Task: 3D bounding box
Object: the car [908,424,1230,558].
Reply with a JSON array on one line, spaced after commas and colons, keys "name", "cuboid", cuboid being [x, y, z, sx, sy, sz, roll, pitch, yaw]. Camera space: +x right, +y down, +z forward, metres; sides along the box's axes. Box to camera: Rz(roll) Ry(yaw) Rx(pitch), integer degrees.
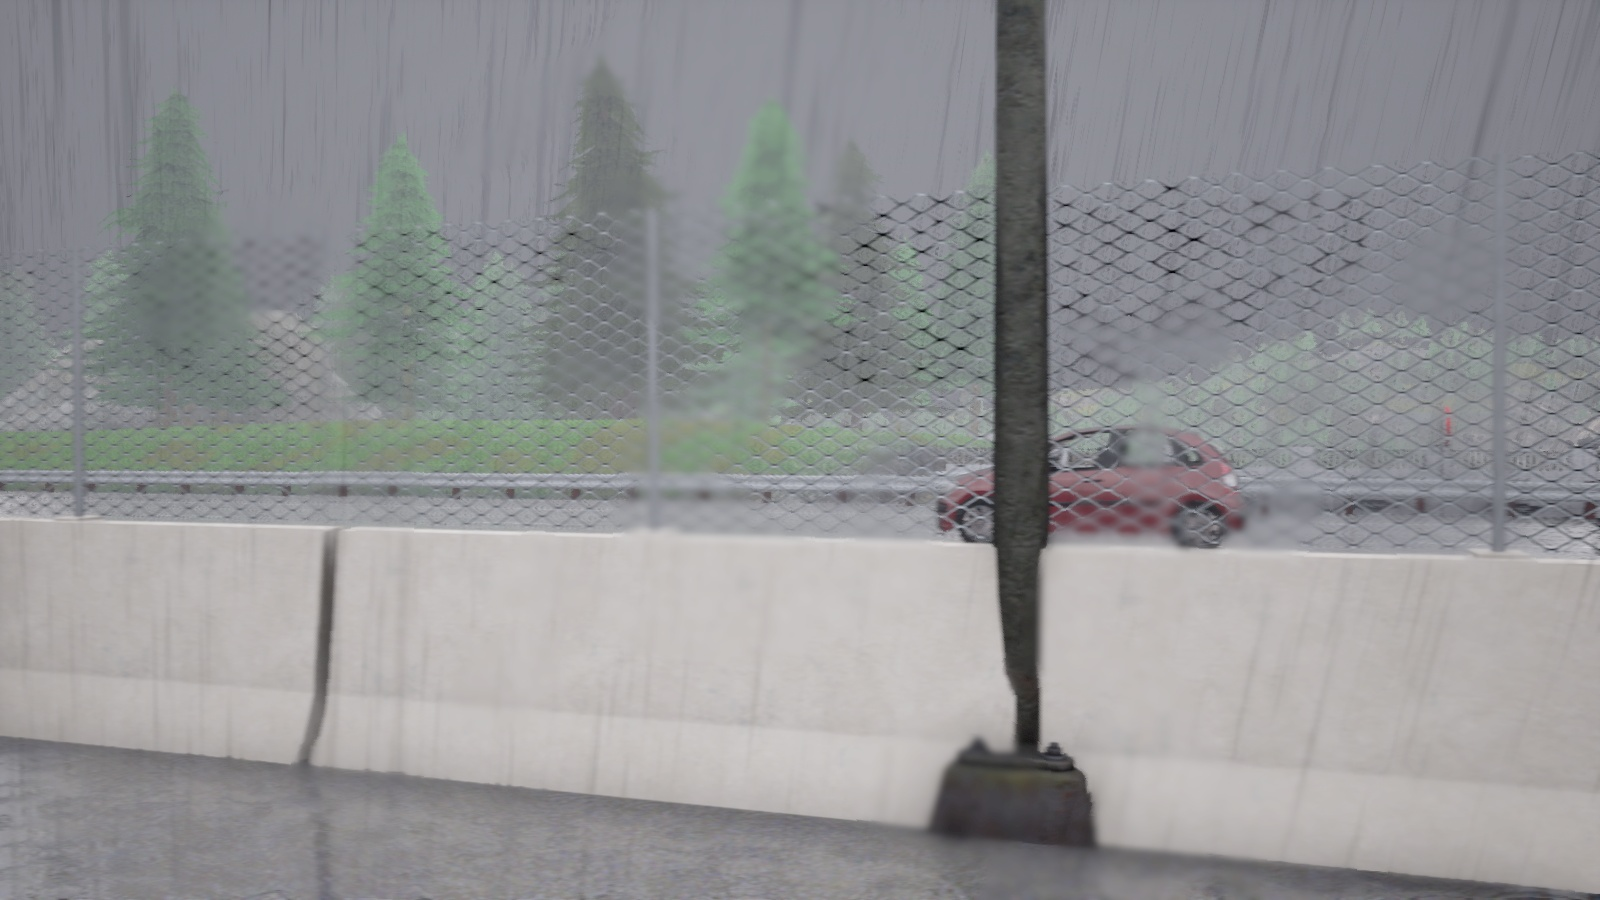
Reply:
[{"name": "car", "cuboid": [3.611, 0.470, 16.746, 3.988, 1.617, 1.851, 1, 1, 19]}]
